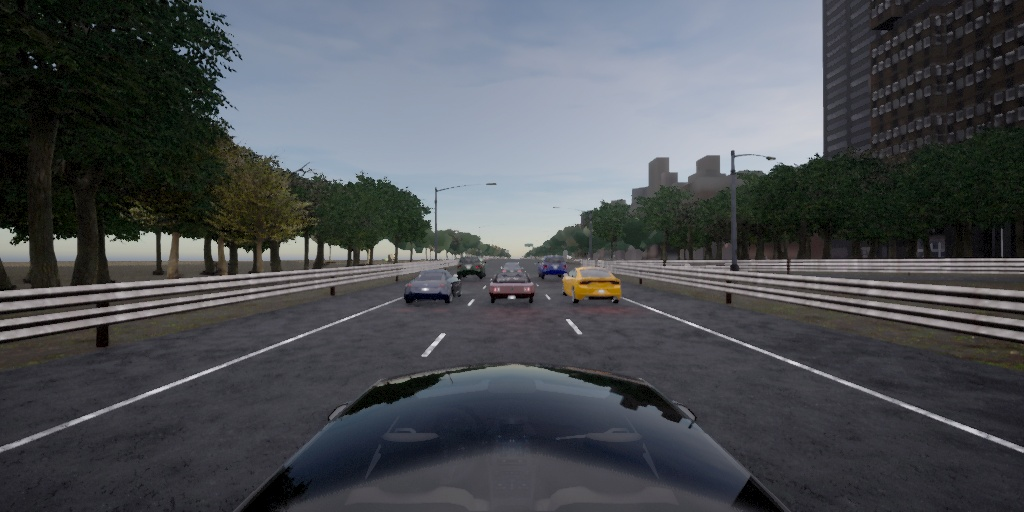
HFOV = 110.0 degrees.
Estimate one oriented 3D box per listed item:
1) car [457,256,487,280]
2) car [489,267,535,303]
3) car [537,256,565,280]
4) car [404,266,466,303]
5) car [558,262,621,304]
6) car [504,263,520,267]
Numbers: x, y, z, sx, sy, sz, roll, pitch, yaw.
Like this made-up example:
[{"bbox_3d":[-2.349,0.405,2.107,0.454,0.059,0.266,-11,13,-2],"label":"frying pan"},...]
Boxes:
[{"bbox_3d":[-3.501,1.003,31.530,2.150,2.045,5.566,0,0,0],"label":"car"},{"bbox_3d":[0.000,1.366,16.530,1.895,1.301,4.718,0,0,0],"label":"car"},{"bbox_3d":[3.500,1.004,31.530,2.150,2.045,5.566,0,0,0],"label":"car"},{"bbox_3d":[-3.500,1.322,16.500,1.994,1.385,4.181,0,0,0],"label":"car"},{"bbox_3d":[3.500,1.235,16.500,1.882,1.535,5.008,0,0,0],"label":"car"},{"bbox_3d":[0.000,1.309,31.500,2.033,1.411,5.357,0,0,0],"label":"car"}]
